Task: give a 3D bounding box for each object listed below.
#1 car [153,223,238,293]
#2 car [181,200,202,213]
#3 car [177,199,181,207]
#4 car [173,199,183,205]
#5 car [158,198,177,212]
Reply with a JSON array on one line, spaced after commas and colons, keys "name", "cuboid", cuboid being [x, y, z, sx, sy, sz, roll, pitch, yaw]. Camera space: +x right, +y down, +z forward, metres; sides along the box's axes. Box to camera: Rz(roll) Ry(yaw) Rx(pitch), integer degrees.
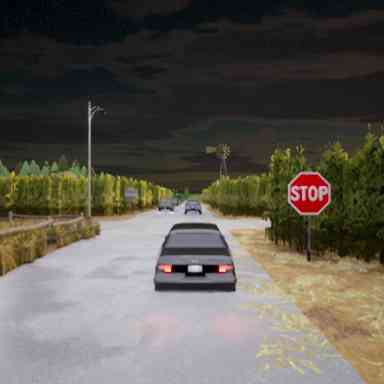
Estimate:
[{"name": "car", "cuboid": [0.074, 1.541, 8.993, 2.033, 1.411, 5.357, 0, 0, 0]}, {"name": "car", "cuboid": [0.112, 1.678, 38.144, 2.033, 1.411, 5.357, 0, 0, 0]}, {"name": "car", "cuboid": [-3.155, 1.702, 55.814, 2.128, 1.511, 4.902, 0, -1, 0]}, {"name": "car", "cuboid": [-3.071, 2.119, 71.688, 1.994, 1.385, 4.181, 0, -1, 0]}, {"name": "car", "cuboid": [-3.177, 1.649, 41.569, 1.837, 1.490, 4.892, 0, 0, 0]}]
